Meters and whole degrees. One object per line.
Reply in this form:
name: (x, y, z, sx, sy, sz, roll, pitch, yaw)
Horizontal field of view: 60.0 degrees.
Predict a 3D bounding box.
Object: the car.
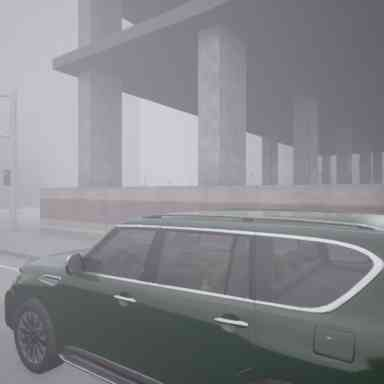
car: (0.051, 1.221, 3.948, 5.566, 2.045, 2.150, 0, 0, 36)
